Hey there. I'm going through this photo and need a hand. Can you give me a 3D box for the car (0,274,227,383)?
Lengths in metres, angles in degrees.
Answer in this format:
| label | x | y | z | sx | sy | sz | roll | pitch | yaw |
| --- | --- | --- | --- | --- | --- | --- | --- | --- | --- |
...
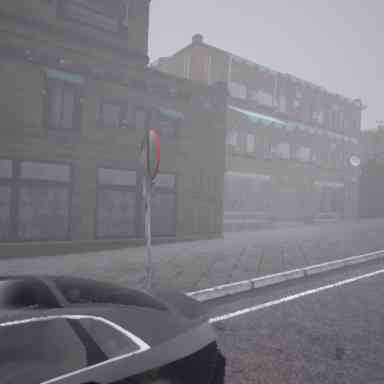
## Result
| label | x | y | z | sx | sy | sz | roll | pitch | yaw |
| --- | --- | --- | --- | --- | --- | --- | --- | --- | --- |
| car | -1.960 | 1.505 | 2.285 | 4.892 | 1.490 | 1.837 | 0 | 0 | -36 |
